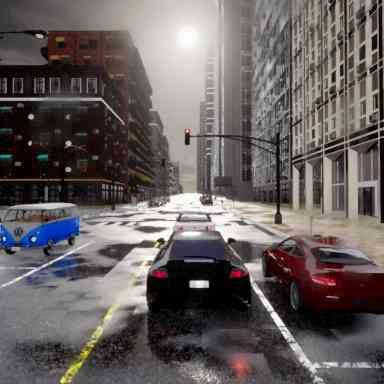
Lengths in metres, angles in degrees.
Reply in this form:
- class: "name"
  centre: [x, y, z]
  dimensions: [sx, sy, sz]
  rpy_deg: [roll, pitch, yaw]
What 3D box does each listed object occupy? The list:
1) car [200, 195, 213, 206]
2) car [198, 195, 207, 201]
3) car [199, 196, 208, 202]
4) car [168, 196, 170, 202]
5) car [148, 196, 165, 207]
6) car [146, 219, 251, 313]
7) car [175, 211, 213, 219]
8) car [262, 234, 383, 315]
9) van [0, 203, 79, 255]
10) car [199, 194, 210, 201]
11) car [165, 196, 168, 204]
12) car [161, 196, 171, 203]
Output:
- class: "car"
  centre: [2.704, 1.596, 56.561]
  dimensions: [1.802, 1.307, 4.206]
  rpy_deg: [1, 0, 0]
- class: "car"
  centre: [2.707, 1.569, 84.834]
  dimensions: [2.008, 1.369, 4.403]
  rpy_deg: [1, 0, 0]
- class: "car"
  centre: [2.706, 1.599, 79.179]
  dimensions: [1.802, 1.307, 4.206]
  rpy_deg: [1, 0, 0]
- class: "car"
  centre: [-5.675, 1.580, 62.213]
  dimensions: [1.947, 1.339, 4.313]
  rpy_deg: [1, 0, 0]
- class: "car"
  centre: [-5.675, 1.563, 50.904]
  dimensions: [2.008, 1.369, 4.403]
  rpy_deg: [1, 0, 0]
- class: "car"
  centre: [0.104, 1.566, 7.766]
  dimensions: [1.994, 1.385, 4.181]
  rpy_deg: [0, 0, -1]
- class: "car"
  centre: [0.096, 1.606, 16.584]
  dimensions: [1.895, 1.301, 4.718]
  rpy_deg: [0, 0, 0]
- class: "car"
  centre: [2.701, 1.584, 7.303]
  dimensions: [1.802, 1.307, 4.206]
  rpy_deg: [1, 0, 0]
- class: "van"
  centre: [-5.761, 1.345, 12.988]
  dimensions: [1.690, 1.788, 3.998]
  rpy_deg: [1, 0, 0]
- class: "car"
  centre: [2.709, 1.330, 62.215]
  dimensions: [2.192, 1.841, 5.009]
  rpy_deg: [1, 0, 0]
- class: "car"
  centre: [-5.675, 1.564, 56.559]
  dimensions: [2.008, 1.369, 4.403]
  rpy_deg: [1, 0, 0]
- class: "car"
  centre: [-5.674, 1.598, 73.523]
  dimensions: [1.802, 1.307, 4.206]
  rpy_deg: [1, 0, 0]
